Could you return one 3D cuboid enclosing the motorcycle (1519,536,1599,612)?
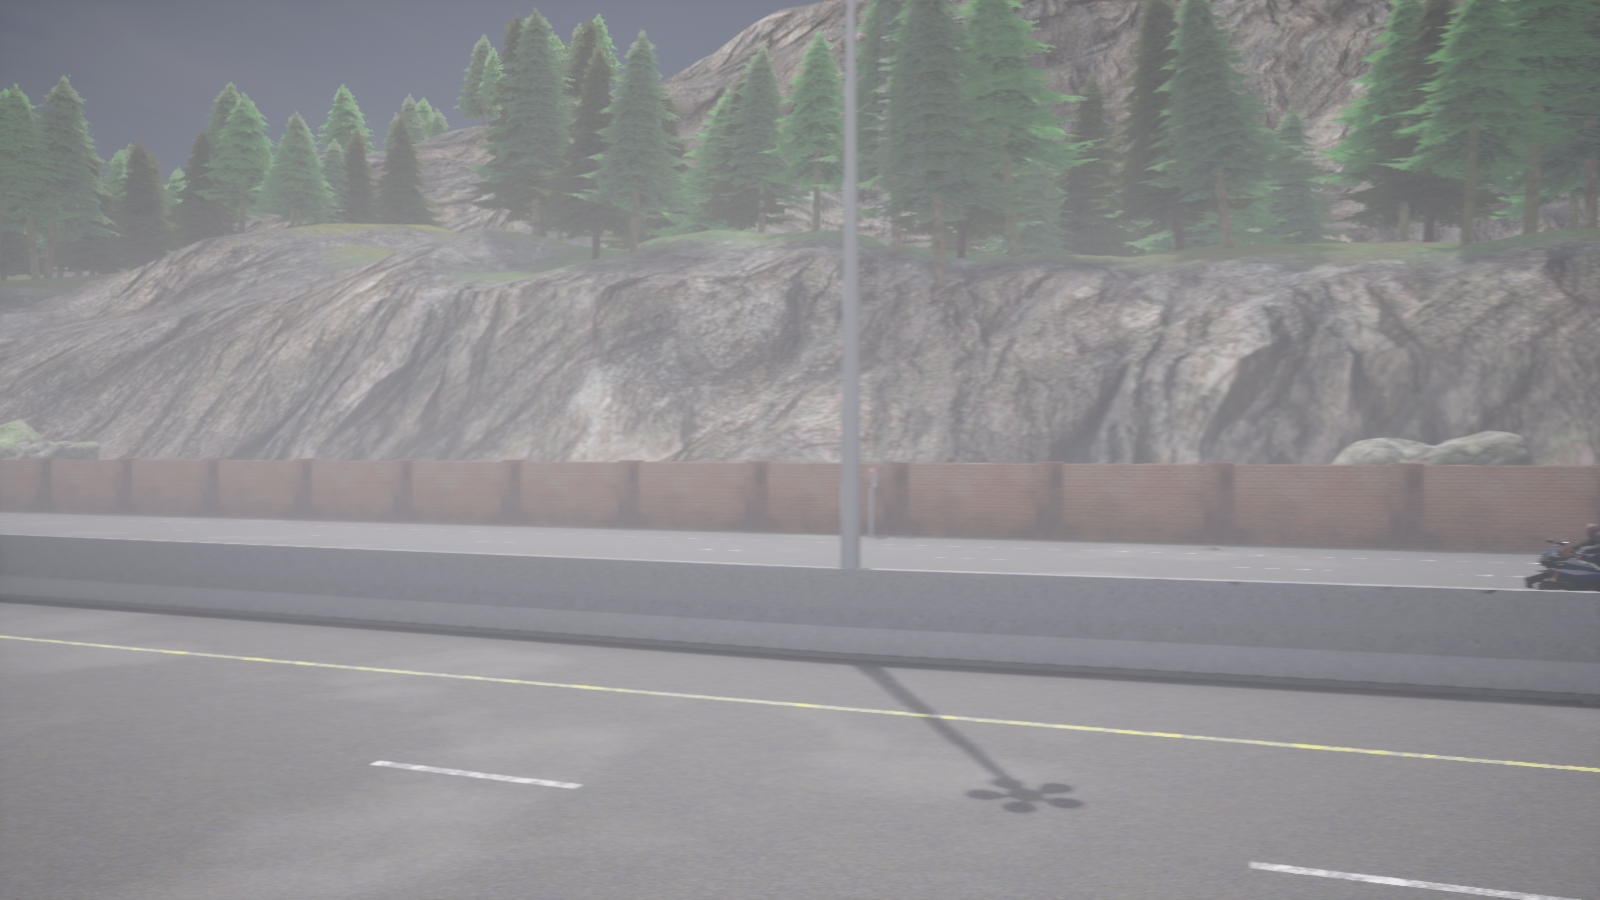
[{"bbox_3d":[14.183,2.210,20.323,2.209,1.251,0.867,0,-1,19],"label":"motorcycle"}]
